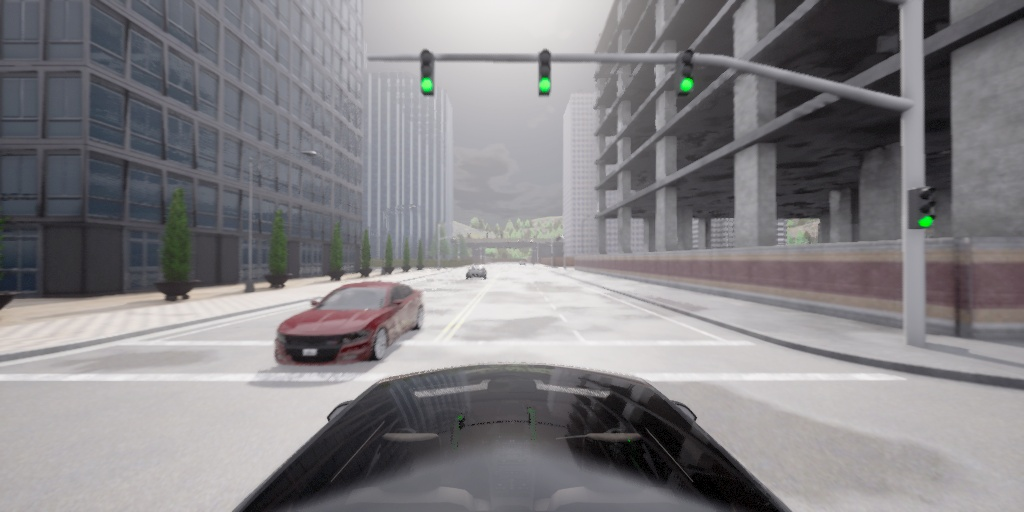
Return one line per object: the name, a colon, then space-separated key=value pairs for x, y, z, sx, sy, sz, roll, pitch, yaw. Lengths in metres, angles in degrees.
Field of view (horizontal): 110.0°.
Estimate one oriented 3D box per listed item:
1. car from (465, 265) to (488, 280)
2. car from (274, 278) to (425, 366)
car: x=-3.506 y=1.629 z=36.324 sx=1.994 sy=1.385 sz=4.181 roll=0 pitch=0 yaw=0
car: x=-3.498 y=1.367 z=8.692 sx=1.882 sy=1.535 sz=5.008 roll=0 pitch=1 yaw=0
